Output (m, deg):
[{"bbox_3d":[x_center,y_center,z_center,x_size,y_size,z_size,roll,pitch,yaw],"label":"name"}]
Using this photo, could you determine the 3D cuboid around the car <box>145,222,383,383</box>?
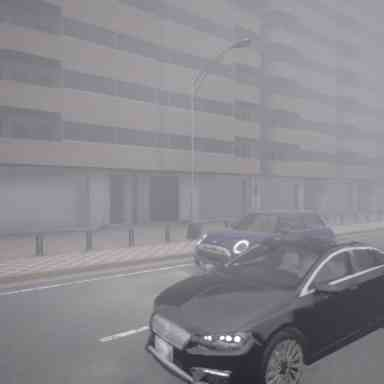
[{"bbox_3d":[1.665,1.491,5.168,4.902,1.511,2.128,0,0,-36],"label":"car"}]

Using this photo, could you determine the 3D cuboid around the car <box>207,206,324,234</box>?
[{"bbox_3d":[2.281,1.352,9.919,4.553,1.767,2.097,0,0,-35],"label":"car"}]
